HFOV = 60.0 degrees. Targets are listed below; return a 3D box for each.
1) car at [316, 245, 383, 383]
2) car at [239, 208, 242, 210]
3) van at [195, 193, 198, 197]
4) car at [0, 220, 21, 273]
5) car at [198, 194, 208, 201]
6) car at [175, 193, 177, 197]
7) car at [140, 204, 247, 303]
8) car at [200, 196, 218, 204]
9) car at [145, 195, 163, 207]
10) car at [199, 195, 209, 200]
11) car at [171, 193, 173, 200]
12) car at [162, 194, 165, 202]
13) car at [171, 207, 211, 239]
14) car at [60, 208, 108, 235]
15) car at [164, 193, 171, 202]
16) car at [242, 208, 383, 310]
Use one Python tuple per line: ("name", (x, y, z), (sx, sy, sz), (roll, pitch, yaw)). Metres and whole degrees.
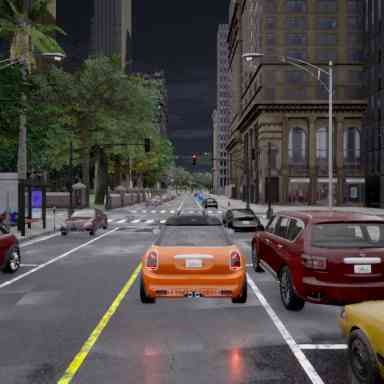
("car", (2.752, 1.525, 2.463), (1.752, 1.417, 4.829), (0, 0, 0))
("car", (2.667, 1.561, 18.569), (1.947, 1.339, 4.313), (0, 0, 0))
("van", (2.326, 1.278, 82.947), (1.690, 1.788, 3.998), (0, 0, 0))
("car", (-5.801, 1.439, 7.689), (1.967, 1.590, 4.097), (0, 0, 0))
("car", (2.469, 1.496, 56.016), (1.752, 1.417, 4.829), (0, 0, 0))
("car", (-6.256, 1.235, 93.762), (2.192, 1.841, 5.009), (0, 0, 0))
("car", (0.032, 1.351, 8.340), (2.097, 1.767, 4.553), (0, 0, 0))
("car", (2.528, 1.545, 45.005), (1.947, 1.339, 4.313), (0, 0, 0))
("car", (-6.026, 1.526, 50.400), (2.008, 1.369, 4.403), (0, 0, 0))
("car", (2.499, 1.541, 50.425), (1.947, 1.339, 4.313), (0, 0, 0))
("car", (-6.170, 1.260, 77.501), (2.192, 1.841, 5.009), (0, 0, 0))
("car", (-6.055, 1.411, 55.820), (1.967, 1.590, 4.097), (0, 0, 0))
("car", (-0.031, 1.596, 18.159), (1.895, 1.301, 4.718), (0, 0, 0))
("car", (-5.858, 1.577, 18.541), (1.802, 1.307, 4.206), (0, 0, 0))
("car", (-6.141, 1.393, 72.081), (1.967, 1.590, 4.097), (0, 0, 0))
("car", (2.724, 1.314, 7.718), (2.192, 1.841, 5.009), (0, 0, 0))
